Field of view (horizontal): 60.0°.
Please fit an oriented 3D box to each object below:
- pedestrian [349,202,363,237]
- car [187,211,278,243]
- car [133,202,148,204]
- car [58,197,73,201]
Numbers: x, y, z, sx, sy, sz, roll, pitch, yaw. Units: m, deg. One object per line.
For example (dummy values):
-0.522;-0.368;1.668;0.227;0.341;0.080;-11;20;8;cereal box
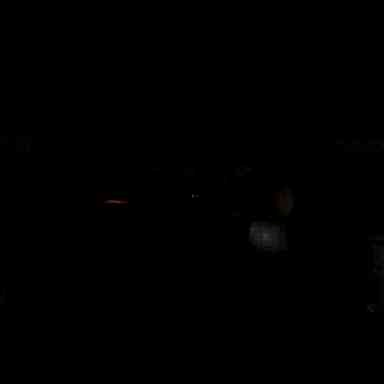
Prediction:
8.637;1.422;17.620;0.375;1.860;0.375;1;-1;-35;pedestrian
1.828;1.671;17.102;2.033;1.411;5.357;2;-2;-35;car
-3.847;1.596;25.131;2.097;1.767;4.553;2;-2;-36;car
-16.028;1.667;41.465;2.150;2.045;5.566;2;-2;-38;car
